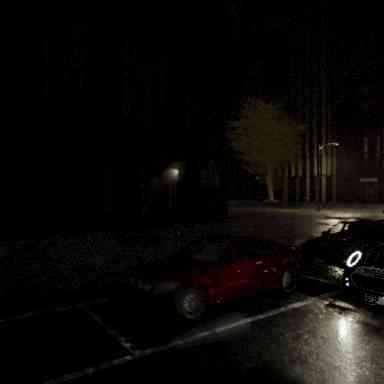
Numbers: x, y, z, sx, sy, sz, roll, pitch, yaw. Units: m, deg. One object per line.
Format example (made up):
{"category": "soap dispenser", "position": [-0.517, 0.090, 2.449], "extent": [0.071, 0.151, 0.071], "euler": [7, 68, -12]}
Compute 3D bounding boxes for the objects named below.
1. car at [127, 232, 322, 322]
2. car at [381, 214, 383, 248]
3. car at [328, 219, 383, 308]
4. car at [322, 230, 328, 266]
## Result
{"category": "car", "position": [0.698, 1.573, 7.155], "extent": [4.206, 1.307, 1.802], "euler": [0, 0, -36]}
{"category": "car", "position": [9.871, 1.536, 13.707], "extent": [4.313, 1.339, 1.947], "euler": [0, 0, -36]}
{"category": "car", "position": [5.235, 1.336, 7.115], "extent": [4.553, 1.767, 2.097], "euler": [0, 0, -36]}
{"category": "car", "position": [5.284, 1.546, 10.431], "extent": [4.313, 1.339, 1.947], "euler": [0, 0, -36]}
